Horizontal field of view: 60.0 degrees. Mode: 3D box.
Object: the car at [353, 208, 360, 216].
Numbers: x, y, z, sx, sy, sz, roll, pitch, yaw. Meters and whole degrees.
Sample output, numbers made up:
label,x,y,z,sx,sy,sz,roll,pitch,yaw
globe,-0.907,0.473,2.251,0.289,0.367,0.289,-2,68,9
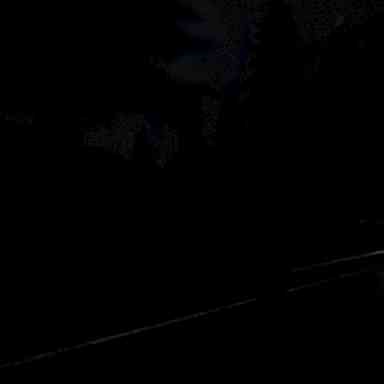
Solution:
label,x,y,z,sx,sy,sz,roll,pitch,yaw
car,11.749,1.520,28.417,1.837,1.490,4.892,0,0,-36
